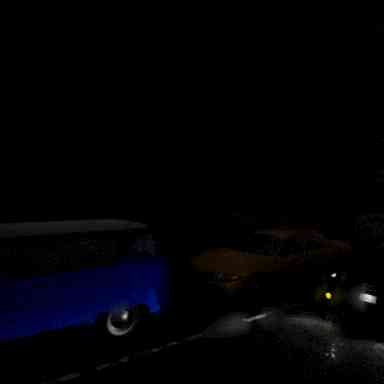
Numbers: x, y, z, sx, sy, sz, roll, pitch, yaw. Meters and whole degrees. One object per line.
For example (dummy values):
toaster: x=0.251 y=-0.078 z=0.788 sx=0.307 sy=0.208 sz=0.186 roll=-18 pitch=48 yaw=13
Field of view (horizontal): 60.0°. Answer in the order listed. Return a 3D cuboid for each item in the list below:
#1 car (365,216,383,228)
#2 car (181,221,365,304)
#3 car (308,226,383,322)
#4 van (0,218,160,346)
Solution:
car: x=6.755 y=1.516 z=11.458 sx=4.403 sy=1.369 sz=2.008 roll=0 pitch=0 yaw=-35
car: x=2.025 y=1.508 z=8.091 sx=4.829 sy=1.417 sz=1.752 roll=0 pitch=0 yaw=-35
car: x=4.484 y=1.542 z=6.570 sx=4.181 sy=1.385 sz=1.994 roll=0 pitch=0 yaw=-35
van: x=-2.429 y=1.340 z=4.921 sx=3.998 sy=1.788 sz=1.690 roll=0 pitch=0 yaw=-35
